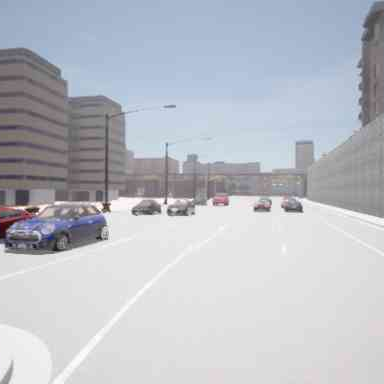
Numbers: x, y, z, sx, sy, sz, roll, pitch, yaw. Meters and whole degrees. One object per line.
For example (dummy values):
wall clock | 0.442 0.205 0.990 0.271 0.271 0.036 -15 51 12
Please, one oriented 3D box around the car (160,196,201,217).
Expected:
car | -0.983 1.475 31.548 2.128 1.511 4.902 0 0 14

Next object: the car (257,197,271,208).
car | 10.718 1.561 49.498 1.837 1.490 4.892 0 0 14

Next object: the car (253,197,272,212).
car | 8.378 1.645 39.798 1.895 1.301 4.718 0 0 14

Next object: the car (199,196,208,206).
car | 1.345 1.502 55.395 1.837 1.490 4.892 0 0 14

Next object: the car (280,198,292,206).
car | 16.497 1.693 58.385 1.895 1.301 4.718 0 0 14

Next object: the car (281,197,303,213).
car | 11.846 1.631 38.948 1.994 1.385 4.181 0 0 13

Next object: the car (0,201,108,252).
car | -5.380 1.312 13.817 2.097 1.767 4.553 0 0 15

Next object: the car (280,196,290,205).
car | 14.111 1.431 48.637 2.097 1.767 4.553 0 0 14

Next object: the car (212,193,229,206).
car | 4.825 1.228 54.872 2.150 2.045 5.566 0 0 14

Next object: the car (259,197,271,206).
car | 13.091 1.633 59.188 1.994 1.385 4.181 0 0 14

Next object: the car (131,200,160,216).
car | -4.337 1.487 32.567 1.812 1.442 4.674 0 0 14
